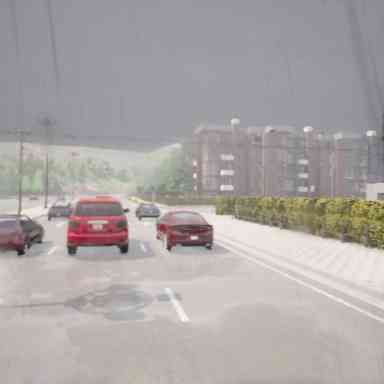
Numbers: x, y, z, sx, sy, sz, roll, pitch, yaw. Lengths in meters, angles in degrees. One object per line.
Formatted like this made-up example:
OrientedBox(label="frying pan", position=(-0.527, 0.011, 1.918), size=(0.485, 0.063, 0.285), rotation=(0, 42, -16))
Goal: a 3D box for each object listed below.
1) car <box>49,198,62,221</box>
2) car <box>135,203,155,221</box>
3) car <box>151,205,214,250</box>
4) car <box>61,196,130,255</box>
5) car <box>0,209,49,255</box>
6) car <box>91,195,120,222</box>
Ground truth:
OrientedBox(label="car", position=(-10.771, 1.547, 27.789), size=(2.128, 1.511, 4.902), rotation=(1, 0, -14))
OrientedBox(label="car", position=(-3.903, 1.702, 29.173), size=(2.033, 1.411, 5.357), rotation=(1, 0, -14))
OrientedBox(label="car", position=(-0.471, 1.578, 14.982), size=(1.882, 1.535, 5.008), rotation=(1, 0, -13))
OrientedBox(label="car", position=(-3.772, 1.264, 13.731), size=(2.150, 2.045, 5.566), rotation=(1, 0, -13))
OrientedBox(label="car", position=(-7.242, 1.563, 13.195), size=(1.994, 1.385, 4.181), rotation=(1, 0, -13))
OrientedBox(label="car", position=(-7.305, 1.321, 28.367), size=(2.150, 2.045, 5.566), rotation=(1, 0, -14))
